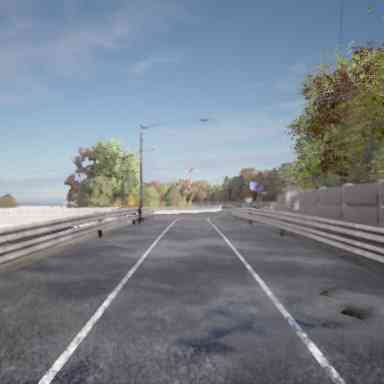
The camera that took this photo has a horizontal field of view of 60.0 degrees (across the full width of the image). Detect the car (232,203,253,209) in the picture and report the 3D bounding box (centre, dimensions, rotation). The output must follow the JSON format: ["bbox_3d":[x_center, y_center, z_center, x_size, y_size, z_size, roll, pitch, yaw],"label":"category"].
[{"bbox_3d":[11.280,3.513,74.315,2.150,2.045,5.566,-1,-2,24],"label":"car"}]

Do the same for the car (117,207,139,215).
[{"bbox_3d":[-8.591,2.694,44.439,2.033,1.411,5.357,-2,-3,42],"label":"car"}]
